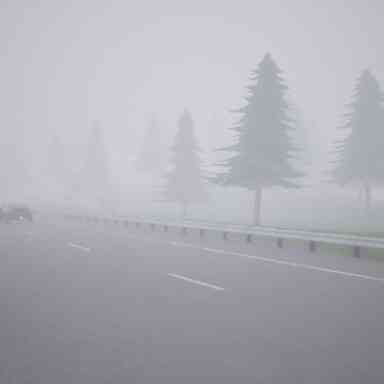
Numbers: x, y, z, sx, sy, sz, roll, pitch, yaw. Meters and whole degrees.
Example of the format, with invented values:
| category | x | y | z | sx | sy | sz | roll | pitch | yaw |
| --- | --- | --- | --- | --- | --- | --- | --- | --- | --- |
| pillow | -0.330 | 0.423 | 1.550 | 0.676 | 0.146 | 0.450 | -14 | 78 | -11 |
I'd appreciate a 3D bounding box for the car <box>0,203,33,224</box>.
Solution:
| category | x | y | z | sx | sy | sz | roll | pitch | yaw |
| --- | --- | --- | --- | --- | --- | --- | --- | --- | --- |
| car | -14.333 | 1.672 | 26.996 | 1.837 | 1.490 | 4.892 | 0 | 0 | -38 |
